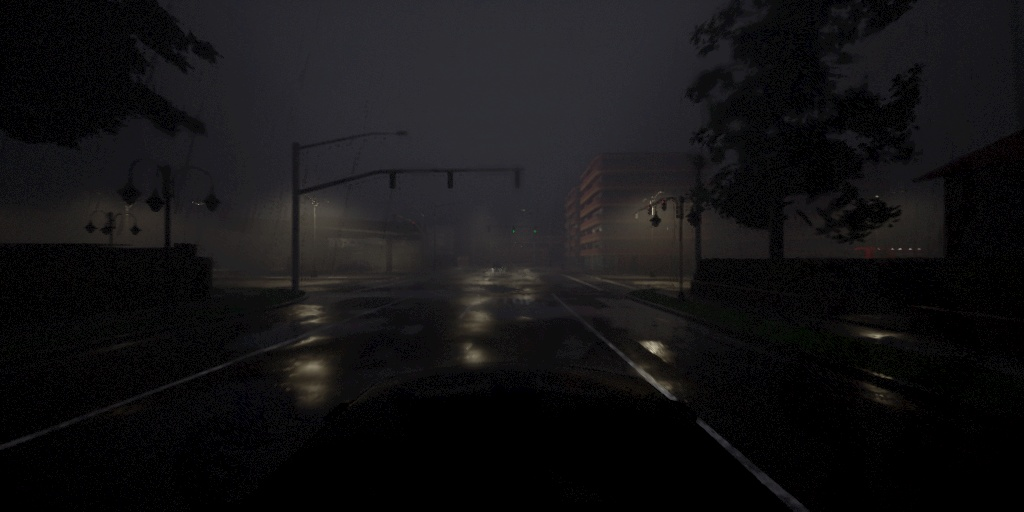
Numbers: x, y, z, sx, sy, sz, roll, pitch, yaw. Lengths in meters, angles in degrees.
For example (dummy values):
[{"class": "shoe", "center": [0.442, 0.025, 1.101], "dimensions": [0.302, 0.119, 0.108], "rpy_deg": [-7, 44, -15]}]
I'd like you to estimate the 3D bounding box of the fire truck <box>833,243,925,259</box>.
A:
[{"class": "fire truck", "center": [43.333, 0.427, 42.536], "dimensions": [8.468, 3.827, 2.891], "rpy_deg": [0, 0, 0]}]
